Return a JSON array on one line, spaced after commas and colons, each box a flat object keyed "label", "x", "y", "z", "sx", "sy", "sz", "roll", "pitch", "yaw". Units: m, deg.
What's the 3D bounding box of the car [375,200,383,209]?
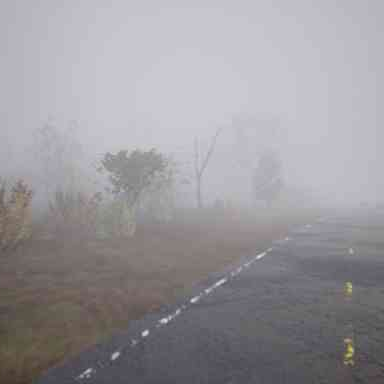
[{"label": "car", "x": 28.839, "y": 1.907, "z": 50.202, "sx": 1.994, "sy": 1.385, "sz": 4.181, "roll": -1, "pitch": -1, "yaw": 32}]

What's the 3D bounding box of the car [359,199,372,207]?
[{"label": "car", "x": 31.035, "y": 1.972, "z": 59.441, "sx": 2.033, "sy": 1.411, "sz": 5.357, "roll": -1, "pitch": -1, "yaw": 33}]
